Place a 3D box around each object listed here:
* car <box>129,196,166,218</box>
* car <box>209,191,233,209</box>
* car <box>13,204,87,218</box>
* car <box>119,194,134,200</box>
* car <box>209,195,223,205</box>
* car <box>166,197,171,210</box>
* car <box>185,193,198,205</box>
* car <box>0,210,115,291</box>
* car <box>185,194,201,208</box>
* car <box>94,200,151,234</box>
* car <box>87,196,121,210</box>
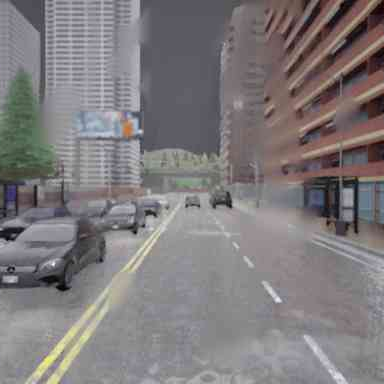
[{"bbox_3d":[-3.596,1.298,27.734,2.033,1.411,5.357,0,1,0],"label":"car"},{"bbox_3d":[3.482,0.870,39.338,2.150,2.045,5.566,0,1,0],"label":"car"},{"bbox_3d":[-7.107,1.403,16.120,2.033,1.411,5.357,0,1,0],"label":"car"},{"bbox_3d":[-7.060,1.030,35.455,2.097,1.767,4.553,0,1,0],"label":"car"},{"bbox_3d":[3.514,1.158,49.378,1.895,1.301,4.718,0,1,1],"label":"car"},{"bbox_3d":[-3.539,1.185,37.689,1.812,1.442,4.674,0,1,0],"label":"car"},{"bbox_3d":[-0.021,1.024,50.257,1.882,1.535,5.008,0,1,0],"label":"car"},{"bbox_3d":[-3.601,1.449,8.927,1.812,1.442,4.674,0,1,0],"label":"car"},{"bbox_3d":[0.080,1.187,40.174,2.033,1.411,5.357,0,1,0],"label":"car"},{"bbox_3d":[-3.600,1.366,18.023,1.812,1.442,4.674,0,1,0],"label":"car"},{"bbox_3d":[-7.103,1.294,25.614,1.812,1.442,4.674,0,1,1],"label":"car"}]
